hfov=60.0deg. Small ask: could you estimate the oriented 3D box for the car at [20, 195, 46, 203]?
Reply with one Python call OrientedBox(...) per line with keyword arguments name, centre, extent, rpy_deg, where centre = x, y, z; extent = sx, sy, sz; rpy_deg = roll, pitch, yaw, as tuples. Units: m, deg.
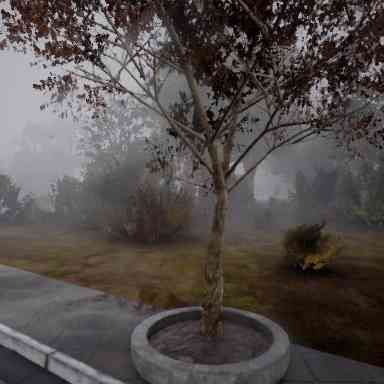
OrientedBox(name="car", centre=(-21.235, 1.164, 45.576), extent=(1.837, 1.490, 4.892), rpy_deg=(1, 2, 32))
